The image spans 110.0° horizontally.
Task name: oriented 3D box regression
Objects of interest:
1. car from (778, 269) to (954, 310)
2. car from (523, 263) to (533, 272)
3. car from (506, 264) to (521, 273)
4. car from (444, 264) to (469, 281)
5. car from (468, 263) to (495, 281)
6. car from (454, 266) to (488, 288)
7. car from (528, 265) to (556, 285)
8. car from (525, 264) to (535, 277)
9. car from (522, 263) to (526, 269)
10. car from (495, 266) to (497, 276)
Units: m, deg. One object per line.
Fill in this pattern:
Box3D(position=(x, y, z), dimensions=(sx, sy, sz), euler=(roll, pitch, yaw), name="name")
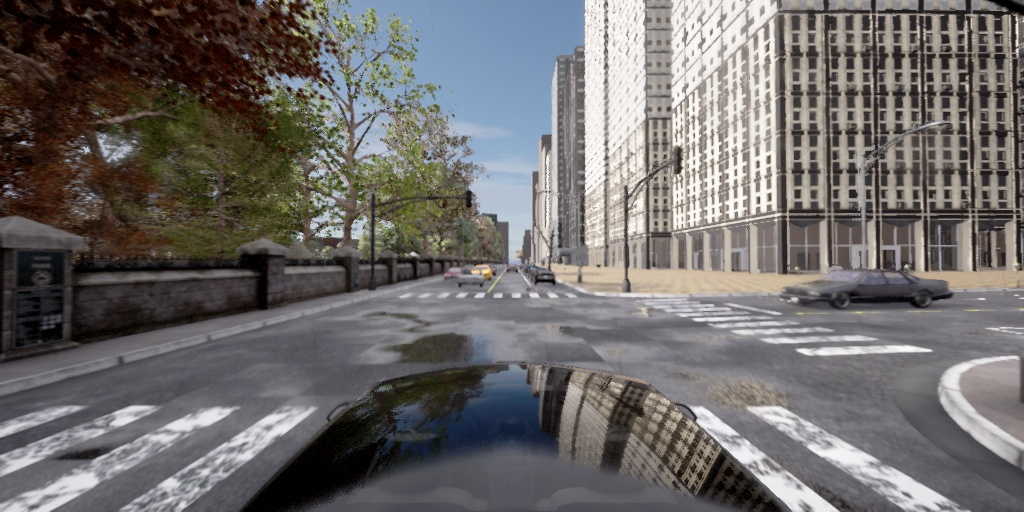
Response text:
Box3D(position=(13.441, 1.213, 13.762), dimensions=(5.357, 1.411, 2.033), euler=(-1, -1, -1), name="car")
Box3D(position=(2.671, 1.872, 41.815), dimensions=(1.948, 1.339, 4.313), euler=(0, 0, 0), name="car")
Box3D(position=(0.075, 2.093, 59.829), dimensions=(1.812, 1.442, 4.674), euler=(0, -1, 0), name="car")
Box3D(position=(-5.707, 1.809, 36.179), dimensions=(1.802, 1.307, 4.207), euler=(0, 0, 0), name="car")
Box3D(position=(-3.117, 1.722, 37.415), dimensions=(1.882, 1.535, 5.008), euler=(0, -1, 0), name="car")
Box3D(position=(-3.111, 1.714, 28.083), dimensions=(1.895, 1.301, 4.718), euler=(0, -1, -3), name="car")
Box3D(position=(2.676, 1.714, 30.551), dimensions=(1.948, 1.339, 4.313), euler=(0, 0, 0), name="car")
Box3D(position=(2.673, 1.793, 36.183), dimensions=(1.948, 1.339, 4.313), euler=(0, 0, 0), name="car")
Box3D(position=(3.119, 2.057, 58.870), dimensions=(1.837, 1.490, 4.892), euler=(0, -1, 0), name="car")
Box3D(position=(-3.110, 1.743, 47.663), dimensions=(2.097, 1.767, 4.553), euler=(0, -1, 0), name="car")
